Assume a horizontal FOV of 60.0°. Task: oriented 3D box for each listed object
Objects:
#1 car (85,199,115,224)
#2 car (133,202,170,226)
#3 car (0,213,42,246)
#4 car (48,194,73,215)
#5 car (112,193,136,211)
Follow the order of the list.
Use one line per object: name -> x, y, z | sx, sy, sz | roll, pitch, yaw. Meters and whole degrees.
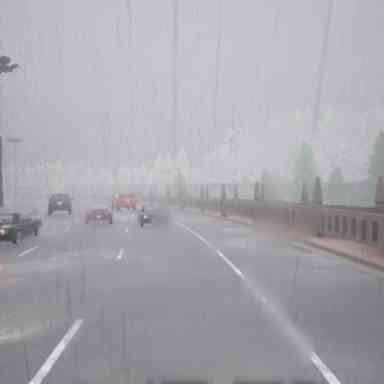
car -> -6.792, 1.481, 24.469 | 1.812, 1.442, 4.674 | 0, 0, -14
car -> -2.744, 1.538, 22.686 | 1.895, 1.301, 4.718 | 0, 0, -13
car -> -8.348, 1.589, 15.102 | 1.895, 1.301, 4.718 | 0, 0, -9
car -> -13.436, 1.196, 33.957 | 2.150, 2.045, 5.566 | 0, 0, -21
car -> -8.132, 1.140, 39.496 | 2.150, 2.045, 5.566 | 0, 0, -22
